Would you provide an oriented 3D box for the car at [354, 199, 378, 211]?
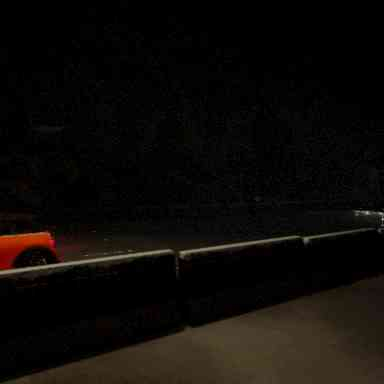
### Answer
[{"bbox_3d":[22.407,1.600,41.475,5.357,1.411,2.033,0,0,-35],"label":"car"}]

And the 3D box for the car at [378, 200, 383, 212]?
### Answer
[{"bbox_3d":[23.695,1.563,38.097,4.892,1.490,1.837,0,0,-35],"label":"car"}]

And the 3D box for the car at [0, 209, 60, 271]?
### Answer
[{"bbox_3d":[-5.877,1.352,8.399,4.553,1.767,2.097,1,0,-36],"label":"car"}]

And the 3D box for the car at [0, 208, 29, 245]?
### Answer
[{"bbox_3d":[-9.832,1.506,14.176,4.892,1.490,1.837,1,0,-36],"label":"car"}]

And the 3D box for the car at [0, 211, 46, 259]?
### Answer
[{"bbox_3d":[-7.790,1.506,11.334,4.892,1.490,1.837,1,0,-36],"label":"car"}]
